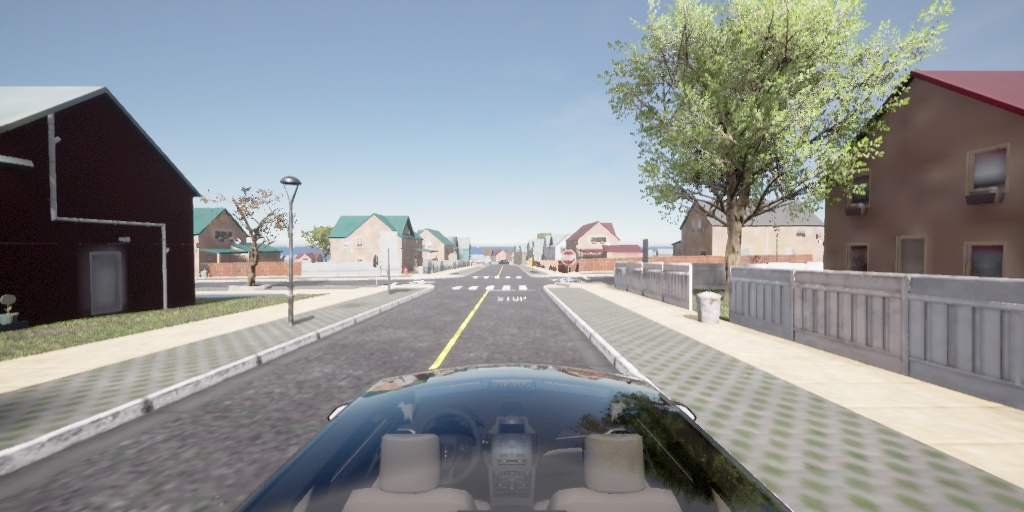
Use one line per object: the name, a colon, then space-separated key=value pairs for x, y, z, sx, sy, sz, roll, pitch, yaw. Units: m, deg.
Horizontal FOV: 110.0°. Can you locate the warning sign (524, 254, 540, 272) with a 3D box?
warning sign: x=2.371 y=0.981 z=43.061 sx=1.300 sy=1.860 sz=1.060 roll=0 pitch=0 yaw=-1
